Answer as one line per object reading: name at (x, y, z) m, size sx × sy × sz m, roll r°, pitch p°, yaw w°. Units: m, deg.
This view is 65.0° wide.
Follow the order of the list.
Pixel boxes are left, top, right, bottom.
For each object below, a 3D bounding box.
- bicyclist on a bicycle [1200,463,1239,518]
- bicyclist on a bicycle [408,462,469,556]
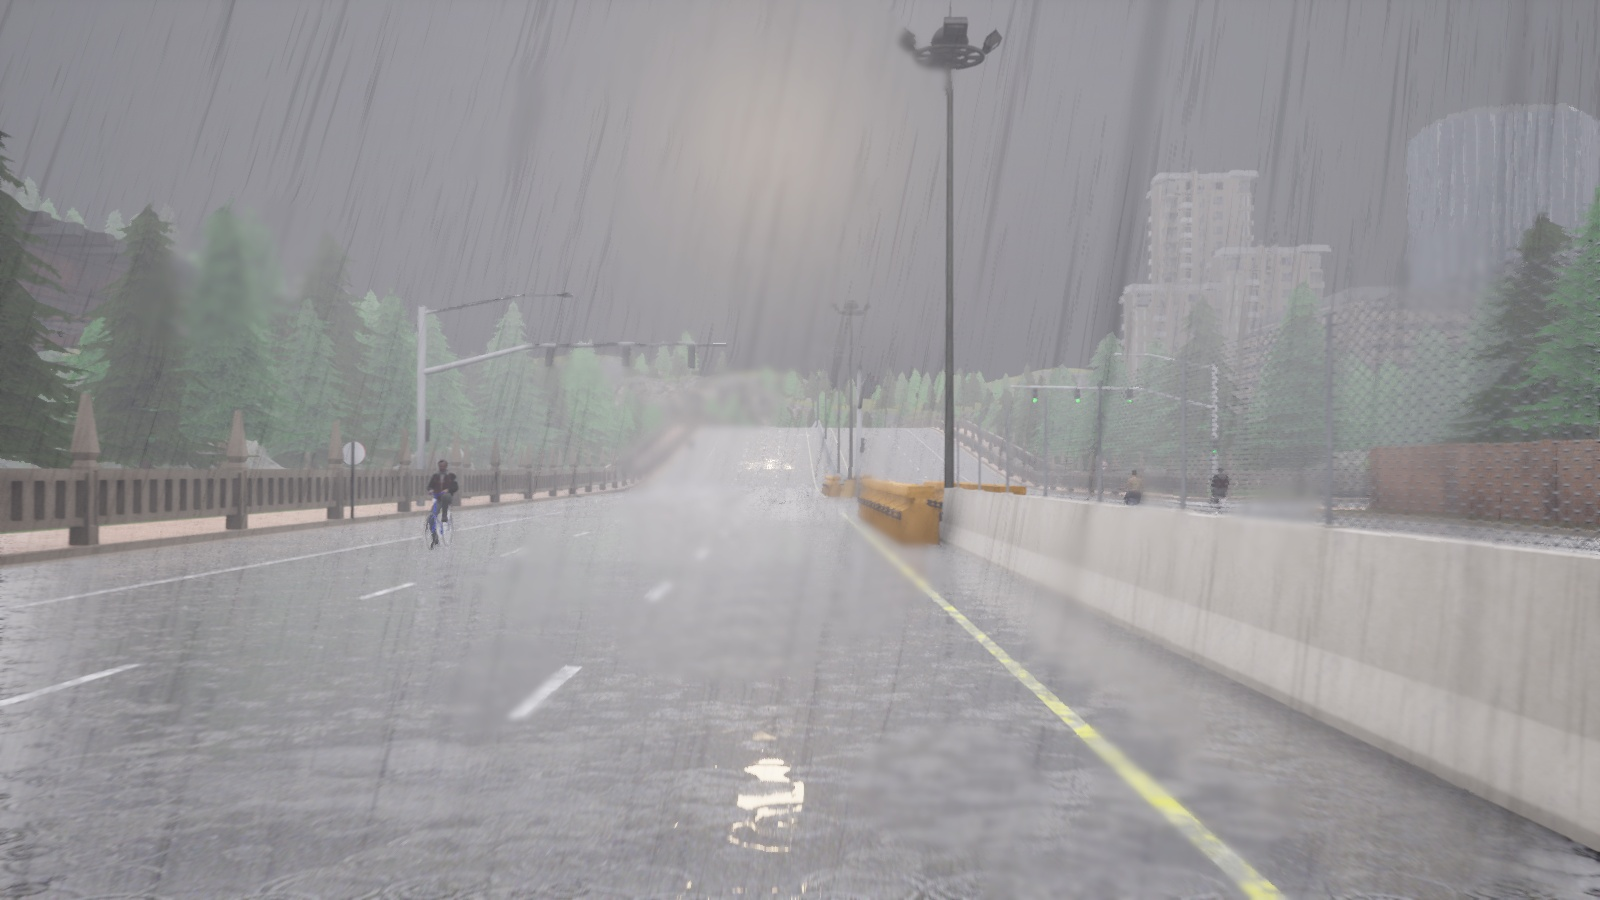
bicyclist on a bicycle at (13.892, 1.326, 41.607) m, size 0.659 × 1.776 × 1.843 m, roll 0°, pitch -1°, yaw 0°
bicyclist on a bicycle at (-7.065, 1.125, 24.607) m, size 0.659 × 1.776 × 1.843 m, roll 0°, pitch -1°, yaw 0°
